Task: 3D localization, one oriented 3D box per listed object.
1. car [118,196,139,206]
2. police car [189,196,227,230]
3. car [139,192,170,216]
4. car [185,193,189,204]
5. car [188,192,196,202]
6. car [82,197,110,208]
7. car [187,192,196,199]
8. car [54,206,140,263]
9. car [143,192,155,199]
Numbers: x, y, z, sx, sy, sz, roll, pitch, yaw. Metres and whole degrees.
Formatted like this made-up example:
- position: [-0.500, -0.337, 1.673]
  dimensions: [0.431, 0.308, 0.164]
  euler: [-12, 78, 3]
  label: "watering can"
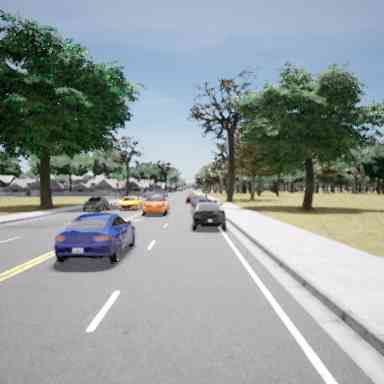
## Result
- position: [-6.626, 1.220, 35.977]
  dimensions: [1.882, 1.535, 5.008]
  euler: [0, 0, 0]
  label: "car"
- position: [0.957, 1.277, 20.087]
  dimensions: [1.930, 1.638, 5.238]
  euler: [0, 0, 0]
  label: "police car"
- position: [-3.175, 1.133, 30.160]
  dimensions: [2.097, 1.767, 4.553]
  euler: [0, 0, 0]
  label: "car"
- position: [-0.048, 1.102, 54.801]
  dimensions: [1.882, 1.535, 5.008]
  euler: [0, 0, 0]
  label: "car"
- position: [0.942, 1.093, 35.947]
  dimensions: [2.097, 1.767, 4.553]
  euler: [0, 0, 0]
  label: "car"
- position: [-9.875, 1.257, 34.497]
  dimensions: [1.837, 1.490, 4.892]
  euler: [0, 0, 0]
  label: "car"
- position: [-0.064, 0.802, 73.585]
  dimensions: [1.882, 1.535, 5.008]
  euler: [0, 0, 0]
  label: "car"
- position: [-3.159, 1.440, 11.493]
  dimensions: [1.812, 1.442, 4.674]
  euler: [0, 0, 0]
  label: "car"
- position: [-9.817, 0.754, 76.168]
  dimensions: [2.033, 1.411, 5.357]
  euler: [0, 0, 0]
  label: "car"
